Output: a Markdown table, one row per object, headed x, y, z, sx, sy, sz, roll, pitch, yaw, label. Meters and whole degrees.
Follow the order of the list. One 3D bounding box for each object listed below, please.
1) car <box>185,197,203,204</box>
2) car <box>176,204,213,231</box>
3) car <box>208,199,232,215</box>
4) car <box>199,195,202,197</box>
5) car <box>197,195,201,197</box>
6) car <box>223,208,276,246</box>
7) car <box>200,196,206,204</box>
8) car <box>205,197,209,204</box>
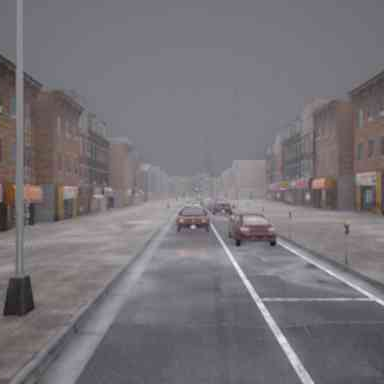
| x | y | z | sx | sy | sz | roll | pitch | yaw | label |
| --- | --- | --- | --- | --- | --- | --- | --- | --- | --- |
| 0.032 | 1.685 | 42.541 | 1.895 | 1.301 | 4.718 | 0 | 0 | 0 | car |
| 0.062 | 1.622 | 20.514 | 1.895 | 1.301 | 4.718 | 0 | 0 | 0 | car |
| 2.968 | 1.558 | 33.895 | 1.837 | 1.490 | 4.892 | 0 | 0 | 0 | car |
| 2.541 | 1.736 | 58.726 | 1.802 | 1.307 | 4.206 | 0 | 0 | 0 | car |
| 2.532 | 1.622 | 64.193 | 1.967 | 1.590 | 4.097 | 0 | 0 | 0 | car |
| 2.613 | 1.593 | 14.991 | 1.802 | 1.307 | 4.206 | 0 | 0 | 0 | car |
| 2.550 | 1.655 | 53.429 | 1.752 | 1.417 | 4.829 | 0 | 0 | 0 | car |
| 2.959 | 1.603 | 40.895 | 1.812 | 1.442 | 4.674 | 0 | 0 | 0 | car |
